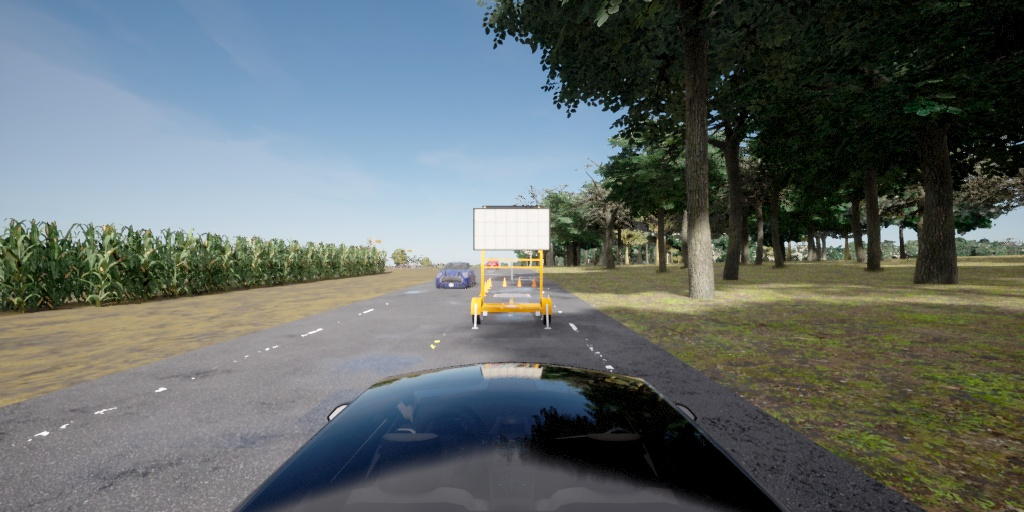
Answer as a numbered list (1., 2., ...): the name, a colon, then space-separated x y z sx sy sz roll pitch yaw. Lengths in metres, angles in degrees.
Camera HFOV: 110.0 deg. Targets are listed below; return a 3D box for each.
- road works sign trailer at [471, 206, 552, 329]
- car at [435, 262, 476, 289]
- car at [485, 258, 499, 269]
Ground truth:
1. road works sign trailer: -0.002 0.230 11.294 2.380 3.560 2.880 0 0 1
2. car: -3.609 1.159 23.552 2.097 1.767 4.553 0 0 0
3. car: -3.527 1.355 64.475 2.150 2.045 5.566 0 -1 0
